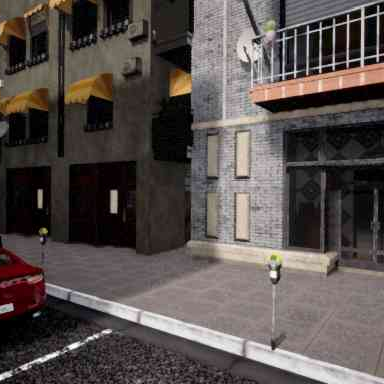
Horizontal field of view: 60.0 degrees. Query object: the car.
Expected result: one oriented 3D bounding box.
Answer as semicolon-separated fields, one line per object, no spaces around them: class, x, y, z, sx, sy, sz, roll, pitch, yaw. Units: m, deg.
car;-4.497;1.544;6.077;4.507;1.381;1.887;0;1;36
